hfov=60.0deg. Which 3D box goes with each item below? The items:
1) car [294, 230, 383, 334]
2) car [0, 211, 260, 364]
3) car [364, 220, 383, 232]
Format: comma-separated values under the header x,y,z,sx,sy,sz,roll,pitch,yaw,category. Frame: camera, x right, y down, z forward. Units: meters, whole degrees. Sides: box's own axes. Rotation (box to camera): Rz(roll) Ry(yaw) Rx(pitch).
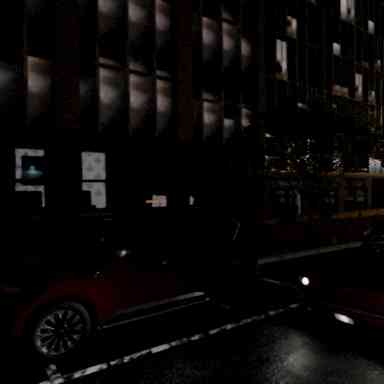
x,y,z,sx,sy,sz,roll,pitch,yaw,category
4.080,1.589,6.281,4.718,1.301,1.895,0,0,-35,car
-0.952,1.311,6.024,5.009,1.841,2.192,0,-1,-35,car
8.113,1.415,12.376,4.097,1.590,1.967,0,-1,-35,car
